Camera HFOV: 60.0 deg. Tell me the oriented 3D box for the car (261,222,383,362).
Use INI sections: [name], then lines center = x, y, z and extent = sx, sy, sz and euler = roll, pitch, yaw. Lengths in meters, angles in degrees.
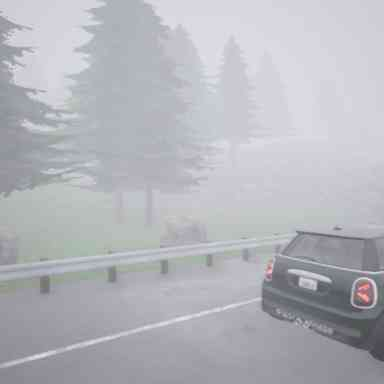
[car]
center = 3.430, 1.347, 6.016
extent = 4.553, 1.767, 2.097
euler = 0, 0, -34
